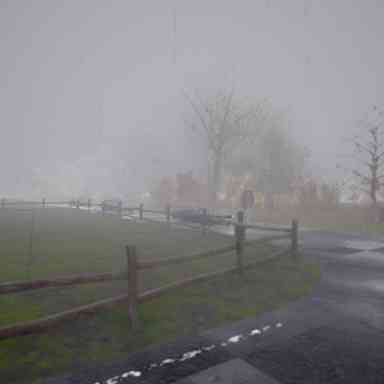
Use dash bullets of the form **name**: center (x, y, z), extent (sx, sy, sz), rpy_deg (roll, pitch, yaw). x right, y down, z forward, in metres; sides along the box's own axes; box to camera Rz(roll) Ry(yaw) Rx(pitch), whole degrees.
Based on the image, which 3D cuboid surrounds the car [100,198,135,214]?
- **car**: center (-7.382, 1.358, 33.233), extent (2.128, 1.511, 4.902), rpy_deg (0, 0, -35)

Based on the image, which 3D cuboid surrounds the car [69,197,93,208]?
- **car**: center (-14.650, 1.316, 43.539), extent (2.033, 1.411, 5.357), rpy_deg (0, 0, -35)

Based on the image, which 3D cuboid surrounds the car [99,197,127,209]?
- **car**: center (-10.044, 1.395, 42.075), extent (1.895, 1.301, 4.718), rpy_deg (0, 0, -35)

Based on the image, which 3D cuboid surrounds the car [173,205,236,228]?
- **car**: center (0.714, 1.571, 21.820), extent (1.895, 1.301, 4.718), rpy_deg (0, 0, -35)
